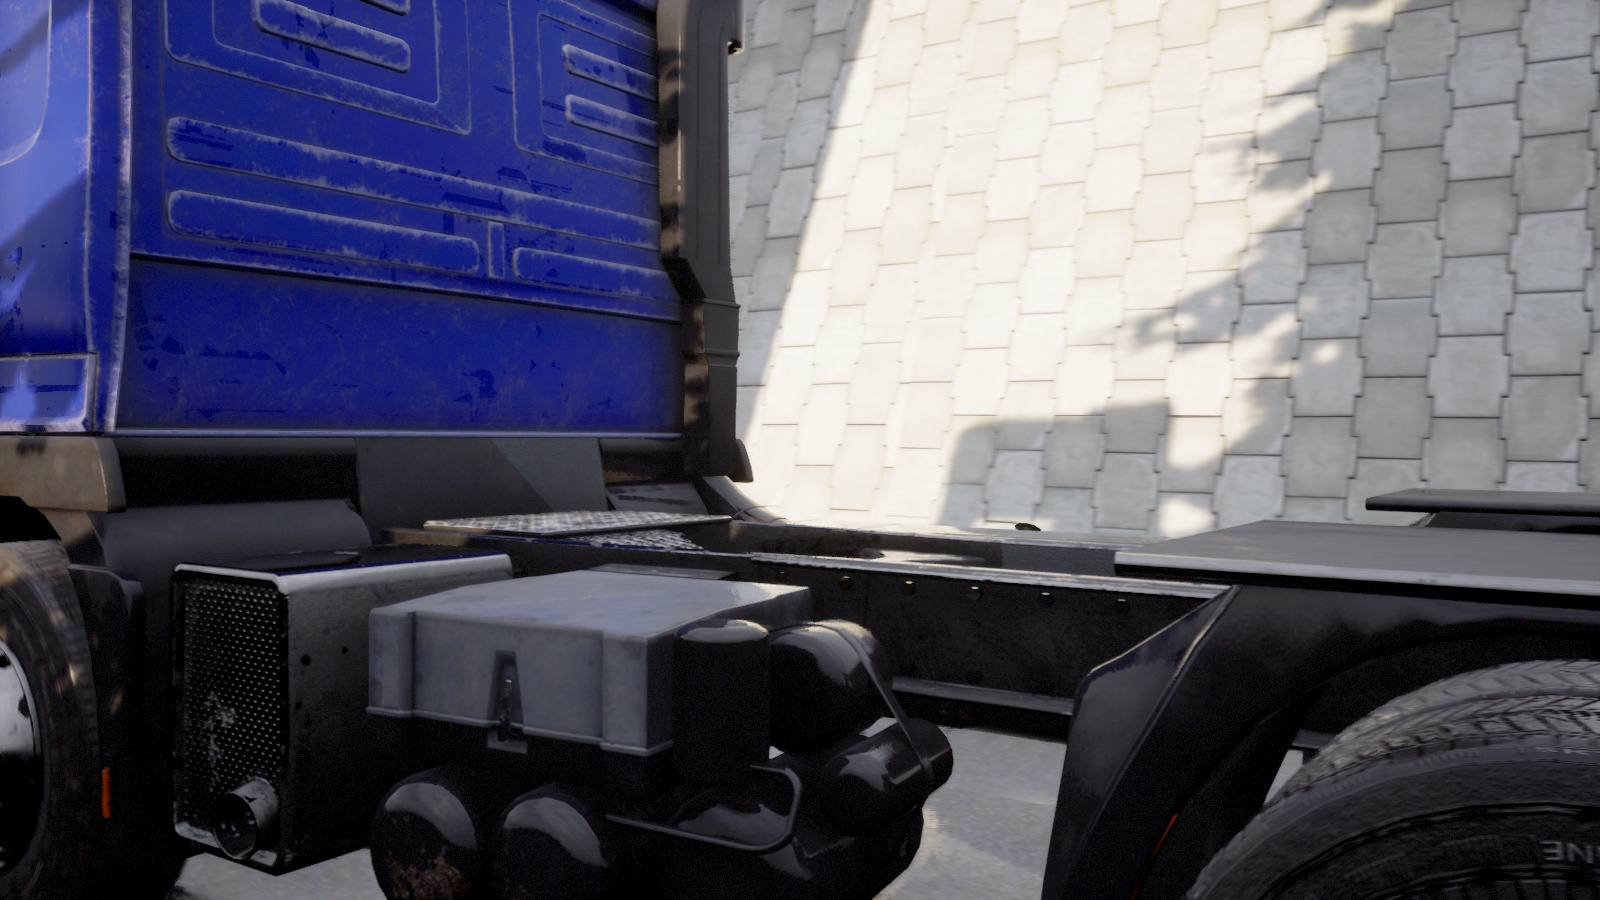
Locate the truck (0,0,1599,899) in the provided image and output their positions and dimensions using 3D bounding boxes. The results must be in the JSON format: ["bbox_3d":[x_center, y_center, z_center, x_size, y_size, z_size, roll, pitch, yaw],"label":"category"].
[{"bbox_3d":[0.396,-0.300,3.341,7.936,3.462,2.891,0,1,34],"label":"truck"}]
